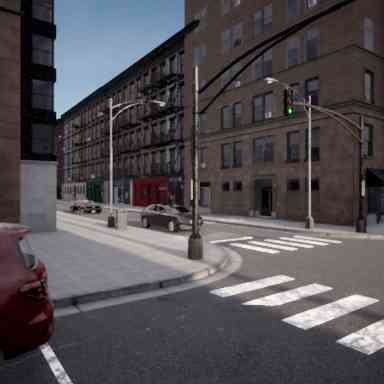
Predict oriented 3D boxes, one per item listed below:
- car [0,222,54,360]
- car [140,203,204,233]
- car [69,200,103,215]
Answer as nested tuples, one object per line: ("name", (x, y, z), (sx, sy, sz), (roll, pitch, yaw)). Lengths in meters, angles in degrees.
("car", (-4.046, 1.315, 3.304), (5.009, 1.841, 2.192), (0, 0, -35))
("car", (-1.267, 1.436, 19.389), (1.837, 1.490, 4.892), (0, 0, -37))
("car", (-10.199, 1.462, 31.911), (1.895, 1.301, 4.718), (0, 0, -35))
